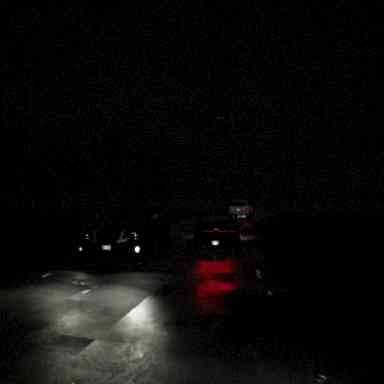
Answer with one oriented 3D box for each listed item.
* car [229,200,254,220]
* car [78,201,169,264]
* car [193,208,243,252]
[{"bbox_3d":[5.410,1.916,36.098,2.150,2.045,5.566,-1,-2,16],"label":"car"},{"bbox_3d":[-2.311,1.373,12.853,2.150,2.045,5.566,0,-1,6],"label":"car"},{"bbox_3d":[1.154,1.686,14.837,1.837,1.490,4.892,0,-1,7],"label":"car"}]
